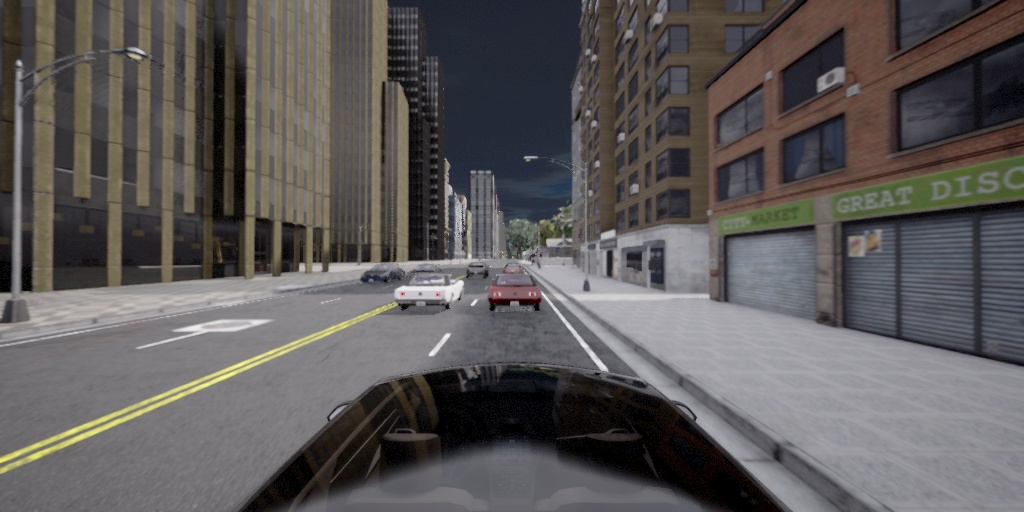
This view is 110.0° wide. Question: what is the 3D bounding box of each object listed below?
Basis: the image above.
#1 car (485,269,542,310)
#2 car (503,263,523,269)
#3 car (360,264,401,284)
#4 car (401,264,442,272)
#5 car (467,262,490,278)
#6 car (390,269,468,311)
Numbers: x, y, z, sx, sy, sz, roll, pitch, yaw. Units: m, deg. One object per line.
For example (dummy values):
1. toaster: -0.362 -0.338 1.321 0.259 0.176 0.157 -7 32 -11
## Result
1. car: 0.095 1.360 14.603 1.895 1.301 4.718 0 0 0
2. car: 0.111 1.334 35.459 1.994 1.385 4.181 0 0 0
3. car: -9.841 1.316 27.741 2.033 1.411 5.357 0 0 0
4. car: -6.591 1.316 27.842 2.033 1.411 5.357 0 0 0
5. car: -3.140 1.261 33.751 2.128 1.511 4.902 0 0 0
6. car: -3.147 1.361 14.624 1.895 1.301 4.718 0 0 0
